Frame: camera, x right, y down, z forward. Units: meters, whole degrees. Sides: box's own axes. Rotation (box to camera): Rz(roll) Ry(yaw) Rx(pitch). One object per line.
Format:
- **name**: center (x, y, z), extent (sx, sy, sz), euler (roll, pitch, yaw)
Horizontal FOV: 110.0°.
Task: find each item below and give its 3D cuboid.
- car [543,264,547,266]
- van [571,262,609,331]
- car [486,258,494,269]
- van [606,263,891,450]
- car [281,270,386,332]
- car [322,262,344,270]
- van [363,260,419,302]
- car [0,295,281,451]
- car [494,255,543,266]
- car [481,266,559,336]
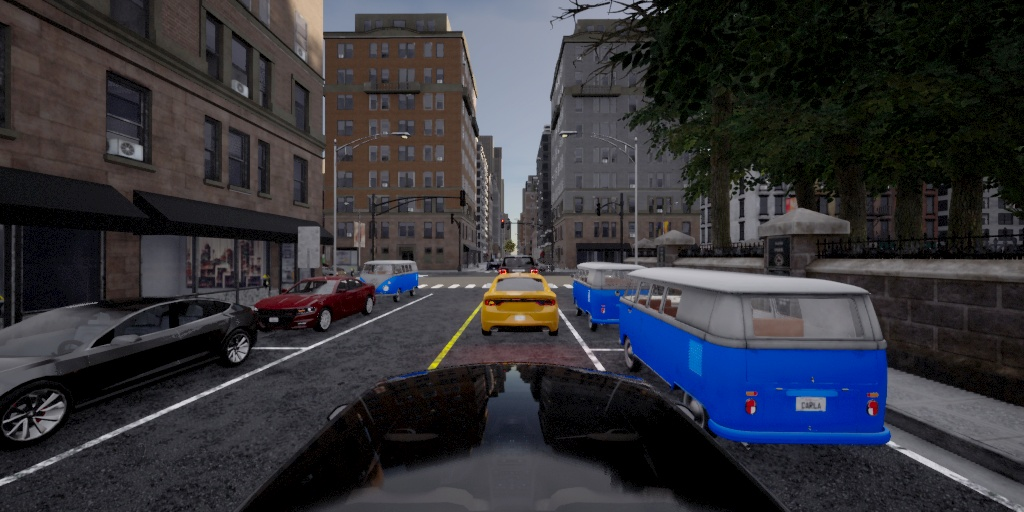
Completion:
- **car**: center (1.378, 1.231, 38.509), extent (4.902, 1.511, 2.128), euler (0, 0, 0)
- **van**: center (2.830, 1.089, 10.723), extent (1.690, 1.789, 3.998), euler (0, 0, 1)
- **car**: center (-2.301, 1.085, 49.676), extent (2.097, 1.767, 4.553), euler (0, 0, 2)
- **van**: center (2.716, 1.090, 5.066), extent (1.690, 1.789, 3.998), euler (0, 0, 1)
- **car**: center (-5.694, 1.293, 10.884), extent (1.888, 1.381, 4.507), euler (0, 0, 1)
- **car**: center (-16.200, 1.279, 28.671), extent (5.357, 1.411, 2.033), euler (0, 0, 1)
- **van**: center (-5.580, 1.087, 16.543), extent (1.690, 1.789, 3.998), euler (0, 0, 1)
- **car**: center (-5.807, 1.315, 5.225), extent (1.948, 1.339, 4.313), euler (0, 0, 1)
- **car**: center (0.332, 0.965, 20.426), extent (2.150, 2.045, 5.566), euler (0, 0, 0)
- **car**: center (0.226, 1.226, 10.470), extent (1.882, 1.535, 5.008), euler (0, 0, 1)
